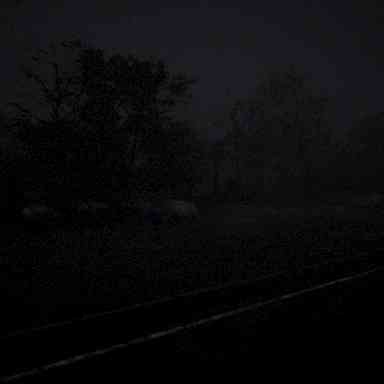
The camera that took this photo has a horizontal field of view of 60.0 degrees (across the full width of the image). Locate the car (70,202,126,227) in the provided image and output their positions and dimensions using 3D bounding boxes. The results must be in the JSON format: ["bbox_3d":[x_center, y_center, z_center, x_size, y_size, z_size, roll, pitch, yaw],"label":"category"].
[{"bbox_3d":[-6.536,1.383,21.870,2.231,1.521,4.892,-1,0,-35],"label":"car"}]

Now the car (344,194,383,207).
[{"bbox_3d":[21.895,1.057,42.121,2.097,1.535,5.008,-1,0,-35],"label":"car"}]

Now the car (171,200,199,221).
[{"bbox_3d":[-1.308,1.361,25.599,2.002,1.452,4.674,-1,0,-35],"label":"car"}]

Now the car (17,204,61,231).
[{"bbox_3d":[-9.206,1.453,19.972,2.002,1.452,4.674,-1,0,-35],"label":"car"}]

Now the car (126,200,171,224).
[{"bbox_3d":[-3.877,1.351,23.778,2.097,1.535,5.008,-1,0,-35],"label":"car"}]
